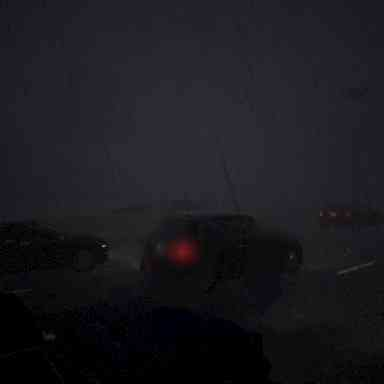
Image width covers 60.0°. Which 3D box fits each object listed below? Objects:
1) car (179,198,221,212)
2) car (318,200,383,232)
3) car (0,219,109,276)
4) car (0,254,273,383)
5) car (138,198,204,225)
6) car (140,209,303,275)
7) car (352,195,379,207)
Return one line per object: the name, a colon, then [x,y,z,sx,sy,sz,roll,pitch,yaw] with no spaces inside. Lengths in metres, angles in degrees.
car: [0.997,1.500,40.374,4.902,1.511,2.128,0,0,-38]
car: [9.721,1.342,20.261,4.553,1.767,2.097,0,0,-38]
car: [-4.742,1.515,9.081,4.892,1.490,1.837,0,0,-36]
car: [-1.529,1.604,2.739,4.718,1.301,1.895,0,0,-36]
car: [-1.503,1.361,25.013,4.553,1.767,2.097,0,0,-38]
car: [0.967,1.353,9.002,4.553,1.767,2.097,0,0,-37]
car: [27.320,1.323,52.227,4.553,1.767,2.097,0,0,-38]
